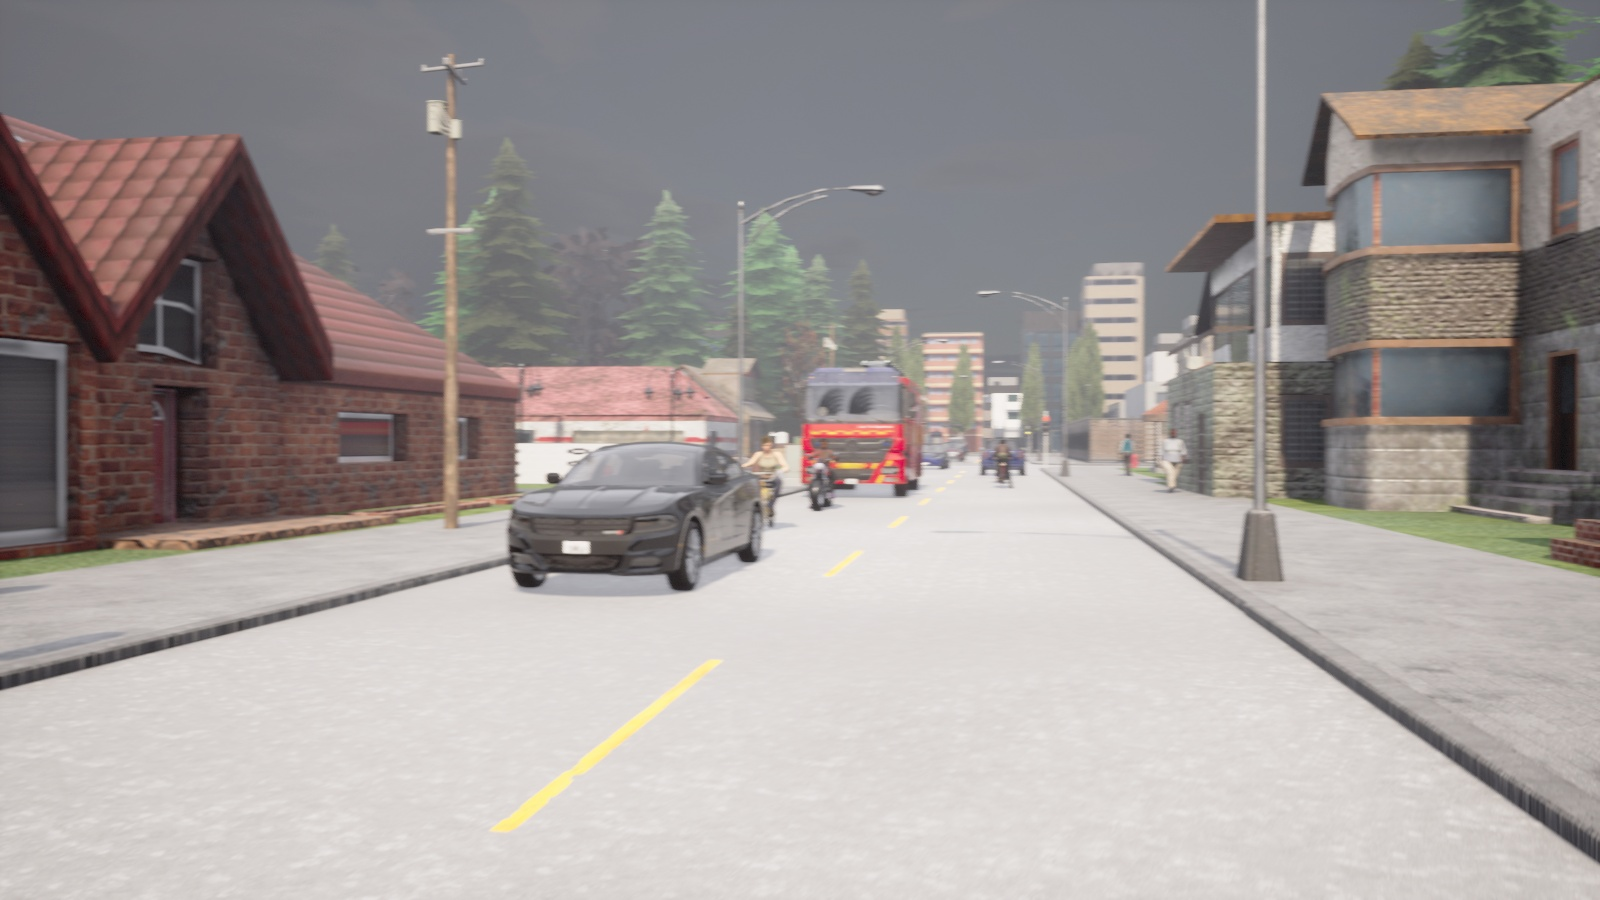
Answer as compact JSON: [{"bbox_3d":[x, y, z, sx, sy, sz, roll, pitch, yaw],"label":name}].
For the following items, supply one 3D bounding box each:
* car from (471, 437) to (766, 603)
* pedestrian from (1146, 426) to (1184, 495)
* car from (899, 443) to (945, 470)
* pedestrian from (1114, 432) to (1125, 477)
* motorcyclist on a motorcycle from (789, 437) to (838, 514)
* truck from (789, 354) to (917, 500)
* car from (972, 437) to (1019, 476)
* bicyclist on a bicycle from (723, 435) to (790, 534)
[{"bbox_3d":[-1.791,0.636,14.301,1.882,1.535,5.008,0,0,10],"label":"car"},{"bbox_3d":[10.069,0.283,34.668,0.874,1.855,0.900,0,0,9],"label":"pedestrian"},{"bbox_3d":[6.954,0.353,71.183,2.163,1.488,4.792,0,0,11],"label":"car"},{"bbox_3d":[13.561,0.185,53.259,0.396,1.930,0.692,0,0,9],"label":"pedestrian"},{"bbox_3d":[0.328,0.535,28.083,0.766,1.649,2.350,0,1,9],"label":"motorcyclist on a motorcycle"},{"bbox_3d":[1.781,-0.630,37.440,2.891,3.827,8.468,0,0,9],"label":"truck"},{"bbox_3d":[9.187,0.288,59.113,2.097,1.767,4.553,0,0,8],"label":"car"},{"bbox_3d":[-0.716,0.557,21.326,0.866,1.612,1.509,0,0,9],"label":"bicyclist on a bicycle"}]
